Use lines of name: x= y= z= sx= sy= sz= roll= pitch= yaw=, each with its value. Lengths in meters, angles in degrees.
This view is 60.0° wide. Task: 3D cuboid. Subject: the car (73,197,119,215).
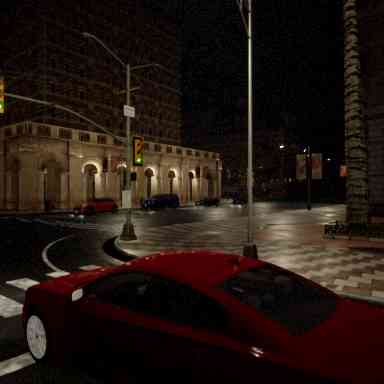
car: x=-9.880 y=1.358 z=34.368 sx=2.097 sy=1.767 sz=4.553 roll=0 pitch=0 yaw=39

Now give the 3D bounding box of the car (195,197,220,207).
car: x=2.377 y=1.498 z=49.966 sx=2.128 sy=1.511 sz=4.902 roll=0 pitch=0 yaw=38

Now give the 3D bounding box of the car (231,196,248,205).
car: x=8.709 y=1.512 z=58.099 sx=1.837 sy=1.490 sz=4.892 roll=0 pitch=0 yaw=38

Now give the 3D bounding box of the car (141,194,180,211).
car: x=-3.854 y=1.228 z=41.985 sx=2.150 sy=2.045 sz=5.566 roll=0 pitch=0 yaw=38

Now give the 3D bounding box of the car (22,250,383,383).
car: x=-0.203 y=1.478 z=4.079 sx=5.008 sy=1.535 sz=1.882 roll=0 pitch=0 yaw=38
